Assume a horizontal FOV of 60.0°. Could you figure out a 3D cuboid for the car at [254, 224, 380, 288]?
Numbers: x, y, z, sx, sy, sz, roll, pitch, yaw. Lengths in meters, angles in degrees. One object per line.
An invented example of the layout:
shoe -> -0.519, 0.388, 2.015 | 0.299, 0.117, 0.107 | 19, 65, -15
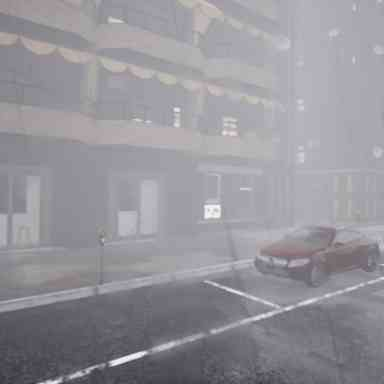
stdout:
car -> 3.600, 1.578, 9.208 | 4.206, 1.307, 1.802 | 0, 1, -35
